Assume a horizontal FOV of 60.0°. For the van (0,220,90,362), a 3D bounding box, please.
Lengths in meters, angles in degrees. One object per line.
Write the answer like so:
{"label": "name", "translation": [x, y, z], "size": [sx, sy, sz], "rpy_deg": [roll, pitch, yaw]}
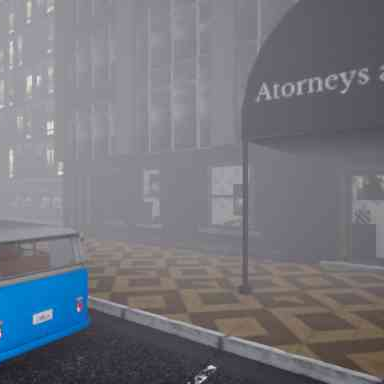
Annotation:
{"label": "van", "translation": [-3.396, 1.342, 5.280], "size": [3.998, 1.788, 1.690], "rpy_deg": [0, 0, 35]}
